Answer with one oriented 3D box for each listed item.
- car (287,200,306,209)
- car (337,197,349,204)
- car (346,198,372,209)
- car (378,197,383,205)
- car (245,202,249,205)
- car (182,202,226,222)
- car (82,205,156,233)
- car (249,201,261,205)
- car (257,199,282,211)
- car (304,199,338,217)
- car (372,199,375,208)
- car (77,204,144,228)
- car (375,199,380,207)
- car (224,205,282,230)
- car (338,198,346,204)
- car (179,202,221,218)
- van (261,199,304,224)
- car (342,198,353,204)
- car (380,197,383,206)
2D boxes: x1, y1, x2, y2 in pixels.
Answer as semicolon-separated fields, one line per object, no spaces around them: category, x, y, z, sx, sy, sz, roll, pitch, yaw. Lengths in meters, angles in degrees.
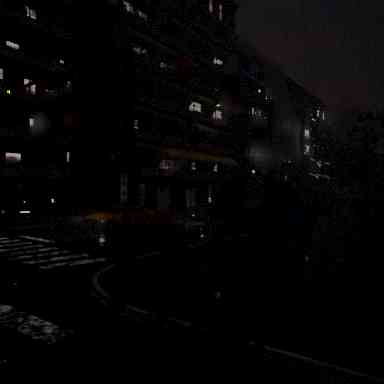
car;17.301;1.974;54.885;1.802;1.307;4.206;1;0;36
car;37.016;2.093;81.598;1.967;1.590;4.097;1;0;36
car;27.327;1.891;54.355;2.192;1.841;5.009;1;0;36
car;47.041;2.150;81.068;2.192;1.841;5.009;1;0;36
car;7.444;1.840;41.528;1.802;1.307;4.206;1;0;36
car;1.551;1.695;29.174;1.837;1.490;4.892;1;0;36
car;-4.412;1.585;21.107;1.882;1.535;5.008;1;0;37
car;9.079;1.772;39.350;1.882;1.535;5.008;1;0;37
car;10.731;1.743;45.981;1.967;1.590;4.097;1;0;36
car;14.183;1.837;36.546;1.967;1.590;4.097;1;0;36
car;30.609;2.202;58.806;1.802;1.307;4.206;1;0;36
car;-5.699;1.626;23.720;2.008;1.369;4.403;1;0;36
car;33.896;2.103;63.259;1.967;1.590;4.097;1;0;36
car;4.324;1.826;23.189;1.947;1.339;4.313;1;0;36
car;33.729;2.176;77.146;1.947;1.339;4.313;1;0;36
car;0.873;1.712;32.624;1.887;1.381;4.507;1;0;36
van;7.612;1.647;27.642;1.690;1.788;3.998;1;0;36
car;40.200;2.220;85.913;1.752;1.417;4.829;1;0;36
car;37.181;2.251;67.711;1.887;1.381;4.507;1;0;36
